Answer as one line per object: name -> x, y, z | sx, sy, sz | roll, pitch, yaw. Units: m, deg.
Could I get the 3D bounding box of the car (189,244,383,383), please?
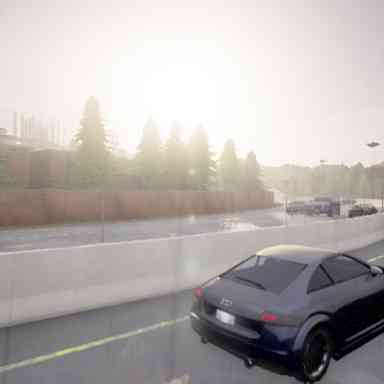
car -> 2.000, 1.591, 5.542 | 4.181, 1.385, 1.994 | 0, 0, -38

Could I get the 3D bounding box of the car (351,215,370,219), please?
car -> 15.505, 1.738, 30.029 | 1.895, 1.301, 4.718 | 0, 0, 36
